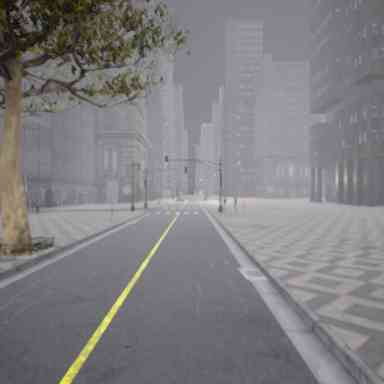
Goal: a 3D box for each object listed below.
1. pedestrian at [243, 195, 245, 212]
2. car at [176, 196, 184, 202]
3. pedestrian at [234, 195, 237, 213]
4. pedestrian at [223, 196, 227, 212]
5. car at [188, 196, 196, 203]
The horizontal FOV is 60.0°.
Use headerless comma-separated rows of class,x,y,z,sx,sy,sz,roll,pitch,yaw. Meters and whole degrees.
pedestrian,5.646,1.266,36.367,0.375,1.860,0.375,0,0,0
car,-2.976,1.843,83.971,1.837,1.490,4.892,0,0,0
pedestrian,4.646,1.274,35.768,0.375,1.860,0.375,0,0,0
pedestrian,3.646,1.284,36.968,0.375,1.860,0.375,0,0,0
car,0.024,1.818,82.224,1.882,1.535,5.008,0,0,0
